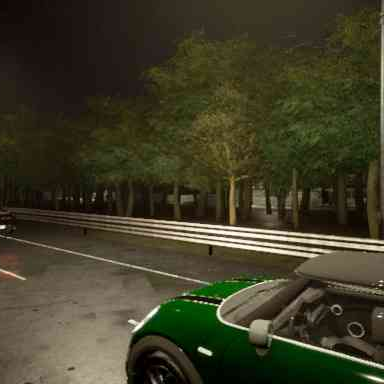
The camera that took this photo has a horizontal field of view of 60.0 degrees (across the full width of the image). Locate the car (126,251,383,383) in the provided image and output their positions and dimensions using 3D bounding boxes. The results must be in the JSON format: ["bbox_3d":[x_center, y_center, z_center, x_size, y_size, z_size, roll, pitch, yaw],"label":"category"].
[{"bbox_3d":[1.469,1.350,2.937,4.553,1.767,2.097,0,0,40],"label":"car"}]

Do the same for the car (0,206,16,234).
[{"bbox_3d":[-11.342,1.497,18.167,4.892,1.490,1.837,0,0,40],"label":"car"}]
